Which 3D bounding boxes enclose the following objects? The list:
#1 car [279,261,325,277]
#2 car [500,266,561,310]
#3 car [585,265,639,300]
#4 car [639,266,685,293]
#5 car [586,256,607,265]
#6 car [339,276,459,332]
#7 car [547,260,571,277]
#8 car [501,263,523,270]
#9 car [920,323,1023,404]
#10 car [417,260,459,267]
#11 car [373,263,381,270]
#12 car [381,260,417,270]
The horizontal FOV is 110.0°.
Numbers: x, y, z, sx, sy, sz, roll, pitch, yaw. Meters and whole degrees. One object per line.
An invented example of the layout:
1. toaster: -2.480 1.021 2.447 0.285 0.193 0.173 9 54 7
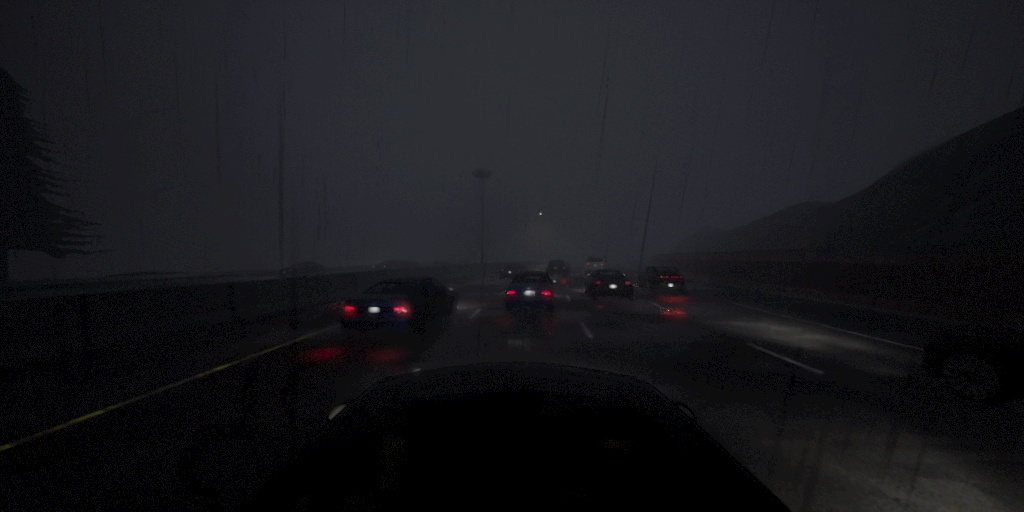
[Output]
1. car: -20.730 1.237 35.667 1.812 1.442 4.674 0 0 12
2. car: 0.829 1.311 14.683 2.033 1.411 5.357 0 0 6
3. car: 4.799 1.343 18.144 1.994 1.385 4.181 0 0 7
4. car: 8.796 1.299 21.422 1.837 1.490 4.892 0 0 9
5. car: 9.474 1.033 40.397 2.150 2.045 5.566 0 0 15
6. car: -3.013 1.295 10.794 2.033 1.411 5.357 0 0 4
7. car: 4.646 1.145 35.681 2.097 1.767 4.553 0 0 14
8. car: 0.262 1.340 32.466 1.994 1.385 4.181 0 0 13
9. car: 7.195 1.266 3.457 2.128 1.511 4.902 0 0 1
10. car: -8.491 1.303 41.783 2.033 1.411 5.357 0 0 15
11. car: -15.052 1.214 44.269 1.882 1.535 5.008 0 0 15
12. car: -12.307 1.234 40.955 2.128 1.511 4.902 0 0 15
